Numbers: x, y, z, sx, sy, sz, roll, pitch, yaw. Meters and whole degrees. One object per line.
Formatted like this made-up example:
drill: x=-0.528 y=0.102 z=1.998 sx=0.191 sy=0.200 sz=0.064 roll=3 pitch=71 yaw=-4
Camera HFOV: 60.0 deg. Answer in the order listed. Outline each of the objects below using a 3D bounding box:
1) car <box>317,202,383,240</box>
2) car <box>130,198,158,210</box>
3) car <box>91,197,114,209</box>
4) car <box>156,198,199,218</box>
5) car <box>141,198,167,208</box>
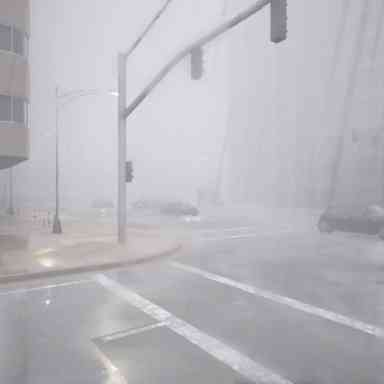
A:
car: x=8.865 y=1.351 z=16.992 sx=2.097 sy=1.767 sz=4.553 roll=0 pitch=0 yaw=-36
car: x=-6.227 y=1.547 z=43.940 sx=2.033 sy=1.411 sz=5.357 roll=0 pitch=0 yaw=-36
car: x=-12.515 y=1.528 z=46.440 sx=1.837 sy=1.490 sz=4.892 roll=0 pitch=0 yaw=-36
car: x=-1.186 y=1.564 z=30.763 sx=1.994 sy=1.385 sz=4.181 roll=0 pitch=0 yaw=-36
car: x=-5.708 y=1.564 z=49.159 sx=1.994 sy=1.385 sz=4.181 roll=0 pitch=0 yaw=-36
